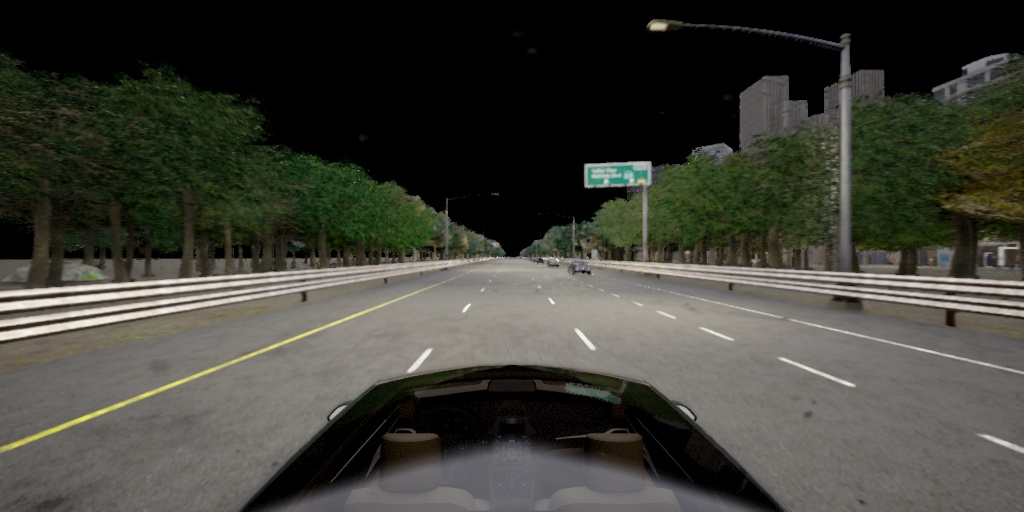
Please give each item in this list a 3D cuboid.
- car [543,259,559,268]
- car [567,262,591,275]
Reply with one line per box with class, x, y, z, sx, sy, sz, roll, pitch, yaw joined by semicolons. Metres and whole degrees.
car;7.084;1.279;62.952;2.033;1.411;5.357;0;0;0
car;7.041;1.290;37.994;2.033;1.411;5.357;0;0;0
